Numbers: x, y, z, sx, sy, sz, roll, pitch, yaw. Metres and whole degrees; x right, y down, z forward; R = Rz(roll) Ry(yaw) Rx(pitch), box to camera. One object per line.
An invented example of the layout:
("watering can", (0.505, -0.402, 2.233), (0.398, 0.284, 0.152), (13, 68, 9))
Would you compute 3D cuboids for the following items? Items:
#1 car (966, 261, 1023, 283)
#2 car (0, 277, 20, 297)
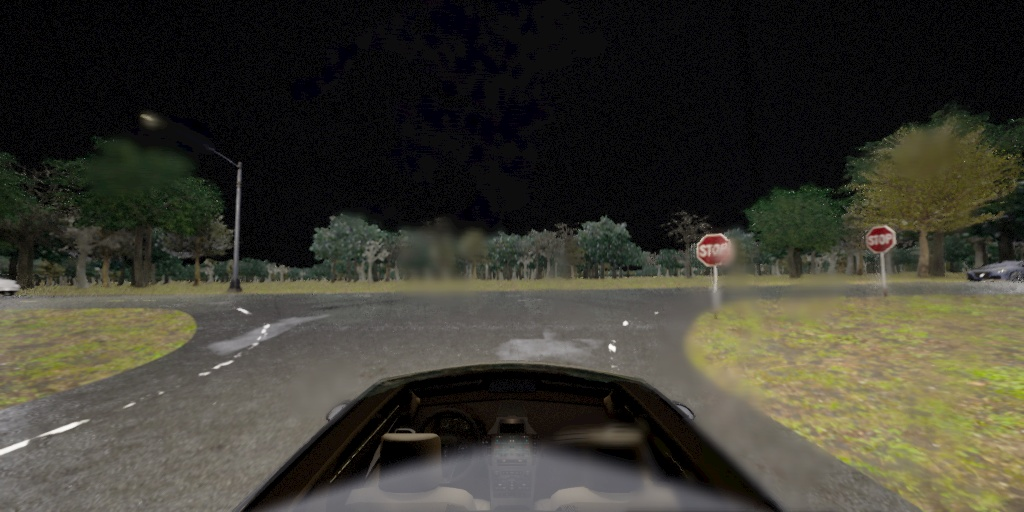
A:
("car", (31.860, 1.000, 22.854), (4.181, 1.385, 1.994), (-1, -4, -1))
("car", (-34.032, 1.895, 22.574), (4.674, 1.442, 1.812), (-1, -4, 1))
